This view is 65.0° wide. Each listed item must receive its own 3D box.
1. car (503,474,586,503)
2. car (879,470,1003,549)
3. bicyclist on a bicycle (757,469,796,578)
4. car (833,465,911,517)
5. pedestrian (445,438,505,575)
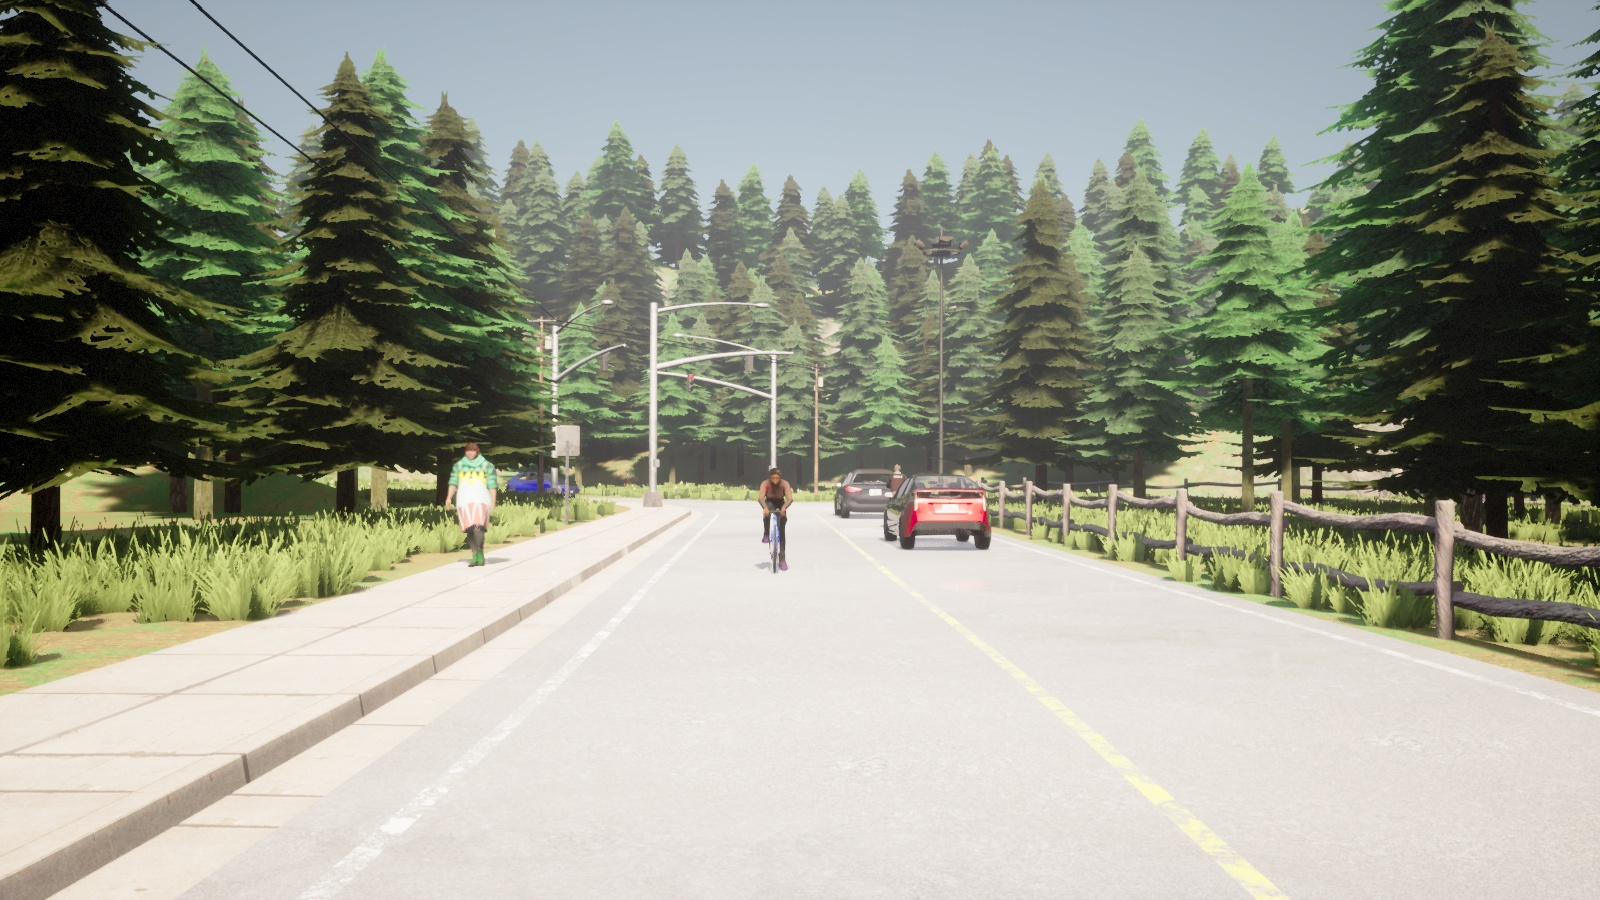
[{"bbox_3d":[-13.469,2.000,66.232,4.193,1.474,1.816,-1,-1,32],"label":"car"},{"bbox_3d":[2.901,1.207,26.798,2.007,1.525,4.514,0,-1,-2],"label":"car"},{"bbox_3d":[-0.379,1.104,19.518,0.582,1.620,1.656,0,-1,-2],"label":"bicyclist on a bicycle"},{"bbox_3d":[2.401,1.381,43.205,2.242,1.667,4.611,0,-1,-2],"label":"car"},{"bbox_3d":[-4.757,0.812,18.402,0.659,1.952,0.873,0,-1,0],"label":"pedestrian"}]
